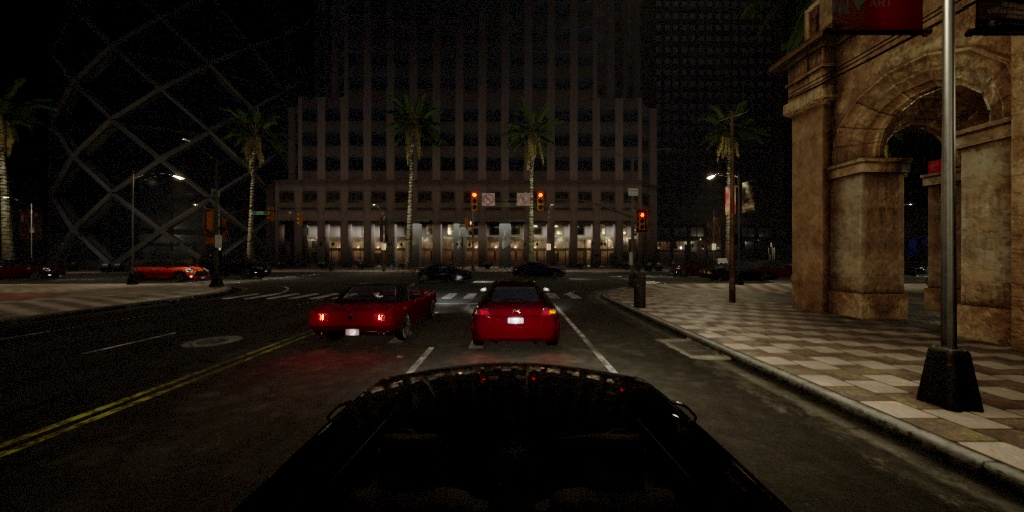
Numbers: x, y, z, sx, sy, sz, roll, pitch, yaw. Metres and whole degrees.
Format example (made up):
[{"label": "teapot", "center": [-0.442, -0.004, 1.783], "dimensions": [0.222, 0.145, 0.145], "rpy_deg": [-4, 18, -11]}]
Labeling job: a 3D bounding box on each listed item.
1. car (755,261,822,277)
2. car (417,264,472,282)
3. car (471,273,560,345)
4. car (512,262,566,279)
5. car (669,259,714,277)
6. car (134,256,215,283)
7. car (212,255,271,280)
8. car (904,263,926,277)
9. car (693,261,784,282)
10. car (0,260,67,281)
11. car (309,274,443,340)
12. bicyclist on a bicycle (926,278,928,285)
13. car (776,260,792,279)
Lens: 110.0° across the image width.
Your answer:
[{"label": "car", "center": [26.903, 1.241, 35.039], "dimensions": [4.902, 1.511, 2.128], "rpy_deg": [0, 0, 0]}, {"label": "car", "center": [-5.234, 1.314, 27.924], "dimensions": [4.181, 1.385, 1.994], "rpy_deg": [0, 0, 0]}, {"label": "car", "center": [0.080, 1.314, 9.470], "dimensions": [1.994, 1.385, 4.181], "rpy_deg": [0, 0, 0]}, {"label": "car", "center": [2.324, 1.275, 31.400], "dimensions": [4.674, 1.442, 1.812], "rpy_deg": [0, 0, 0]}, {"label": "car", "center": [17.809, 1.102, 35.064], "dimensions": [4.553, 1.767, 2.097], "rpy_deg": [0, 0, 0]}, {"label": "car", "center": [-26.253, 1.102, 27.769], "dimensions": [4.553, 1.767, 2.097], "rpy_deg": [0, 0, -2]}, {"label": "car", "center": [-24.331, 0.971, 31.378], "dimensions": [5.566, 2.045, 2.150], "rpy_deg": [0, 0, -1]}, {"label": "car", "center": [36.876, 1.297, 35.003], "dimensions": [5.357, 1.411, 2.033], "rpy_deg": [0, 0, 0]}, {"label": "car", "center": [17.473, 1.297, 27.865], "dimensions": [5.357, 1.411, 2.033], "rpy_deg": [0, 0, 0]}, {"label": "car", "center": [-40.000, 1.102, 29.301], "dimensions": [4.553, 1.767, 2.097], "rpy_deg": [0, 0, -22]}, {"label": "car", "center": [-3.419, 1.351, 9.931], "dimensions": [1.895, 1.301, 4.718], "rpy_deg": [0, 0, 0]}, {"label": "bicyclist on a bicycle", "center": [24.674, 1.050, 20.563], "dimensions": [0.582, 1.620, 1.656], "rpy_deg": [0, 0, 0]}, {"label": "car", "center": [22.681, 1.314, 31.352], "dimensions": [4.181, 1.385, 1.994], "rpy_deg": [0, 0, 0]}]
